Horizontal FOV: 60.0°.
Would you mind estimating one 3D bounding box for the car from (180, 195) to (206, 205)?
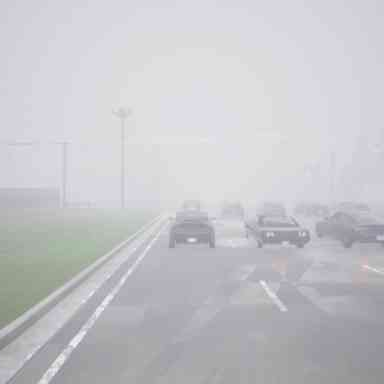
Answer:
[{"bbox_3d":[0.000,1.365,29.592,2.097,1.767,4.553,0,0,0],"label":"car"}]

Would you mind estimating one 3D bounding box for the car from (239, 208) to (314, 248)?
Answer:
[{"bbox_3d":[3.500,1.615,14.652,1.895,1.301,4.718,0,0,0],"label":"car"}]

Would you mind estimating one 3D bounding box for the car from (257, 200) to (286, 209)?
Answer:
[{"bbox_3d":[7.000,1.515,29.622,1.837,1.490,4.892,0,0,0],"label":"car"}]

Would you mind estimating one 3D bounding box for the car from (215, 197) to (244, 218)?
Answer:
[{"bbox_3d":[3.500,1.494,29.622,2.128,1.511,4.902,0,0,0],"label":"car"}]

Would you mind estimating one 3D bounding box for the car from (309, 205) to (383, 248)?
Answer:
[{"bbox_3d":[7.000,1.532,14.622,1.812,1.442,4.674,0,0,0],"label":"car"}]

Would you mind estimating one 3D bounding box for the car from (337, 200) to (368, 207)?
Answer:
[{"bbox_3d":[14.000,1.516,29.622,1.837,1.490,4.892,0,0,0],"label":"car"}]

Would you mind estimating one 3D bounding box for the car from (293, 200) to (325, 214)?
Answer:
[{"bbox_3d":[10.500,1.484,29.622,1.882,1.535,5.008,0,0,0],"label":"car"}]

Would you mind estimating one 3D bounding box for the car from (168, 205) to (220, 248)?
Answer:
[{"bbox_3d":[0.000,1.515,14.622,1.837,1.490,4.892,0,0,0],"label":"car"}]
